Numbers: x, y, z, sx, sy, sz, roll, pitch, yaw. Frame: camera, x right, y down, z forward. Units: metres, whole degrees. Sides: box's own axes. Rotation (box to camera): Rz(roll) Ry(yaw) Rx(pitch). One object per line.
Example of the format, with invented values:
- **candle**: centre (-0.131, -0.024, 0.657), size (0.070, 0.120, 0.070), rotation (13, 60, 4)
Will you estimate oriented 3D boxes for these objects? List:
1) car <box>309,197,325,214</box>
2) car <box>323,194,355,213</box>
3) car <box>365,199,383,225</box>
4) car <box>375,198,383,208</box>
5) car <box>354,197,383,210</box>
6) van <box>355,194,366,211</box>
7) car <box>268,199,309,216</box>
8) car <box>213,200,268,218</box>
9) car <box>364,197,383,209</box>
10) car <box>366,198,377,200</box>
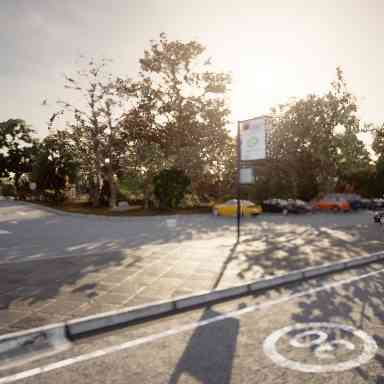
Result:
- **car**: centre (10.674, 1.469, 34.117), size (2.002, 1.452, 4.674), rotation (0, 0, -35)
- **car**: centre (15.227, 1.330, 37.324), size (2.185, 1.767, 4.553), rotation (0, 0, -36)
- **car**: centre (13.714, 1.416, 20.213), size (2.231, 1.521, 4.892), rotation (0, 0, -35)
- **car**: centre (28.819, 1.603, 47.040), size (2.163, 1.488, 4.792), rotation (1, 0, -36)
- **car**: centre (24.379, 1.530, 43.672), size (1.946, 1.575, 5.366), rotation (1, 0, -36)
- **van**: centre (17.405, 1.246, 39.059), size (1.878, 1.987, 4.442), rotation (0, 0, -36)
- **car**: centre (8.403, 1.419, 32.502), size (2.097, 1.535, 5.008), rotation (0, 0, -35)
- **car**: centre (3.873, 1.412, 29.263), size (2.097, 1.535, 5.008), rotation (0, 0, -35)
- **car**: centre (26.541, 1.553, 45.439), size (2.097, 1.535, 5.008), rotation (1, 0, -36)
- **car**: centre (22.007, 1.553, 42.201), size (2.002, 1.452, 4.674), rotation (1, 0, -36)
